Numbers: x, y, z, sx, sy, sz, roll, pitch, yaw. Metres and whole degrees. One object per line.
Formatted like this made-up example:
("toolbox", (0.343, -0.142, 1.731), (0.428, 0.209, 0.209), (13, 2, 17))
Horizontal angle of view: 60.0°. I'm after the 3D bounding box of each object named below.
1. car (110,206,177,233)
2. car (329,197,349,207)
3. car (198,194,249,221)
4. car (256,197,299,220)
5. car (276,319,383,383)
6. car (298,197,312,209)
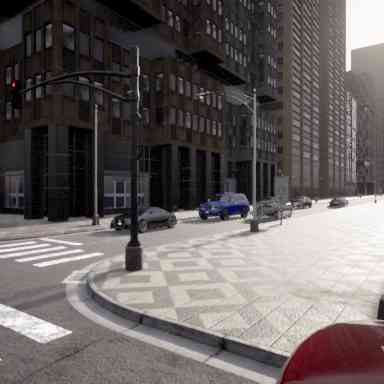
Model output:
("car", (-2.749, 1.524, 19.546), (1.994, 1.385, 4.181), (0, 0, 35))
("car", (21.282, 1.447, 48.039), (1.994, 1.385, 4.181), (0, 0, 36))
("car", (2.735, 1.161, 27.312), (2.150, 2.045, 5.566), (0, 0, 35))
("car", (6.875, 1.432, 27.627), (2.128, 1.511, 4.902), (0, 0, 35))
("car", (2.680, 1.315, 1.049), (5.009, 1.841, 2.192), (0, 0, 35))
("car", (14.352, 1.385, 43.676), (2.128, 1.511, 4.902), (0, 0, 35))
